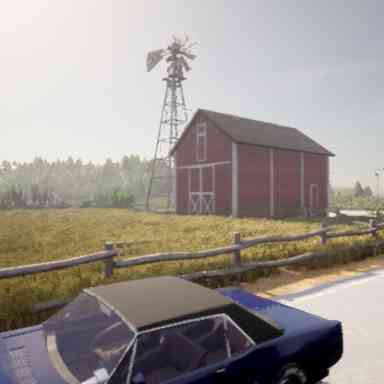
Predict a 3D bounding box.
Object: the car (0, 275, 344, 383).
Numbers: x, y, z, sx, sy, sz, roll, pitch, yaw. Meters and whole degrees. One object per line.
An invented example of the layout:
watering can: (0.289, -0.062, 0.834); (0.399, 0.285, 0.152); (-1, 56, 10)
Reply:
car: (-0.695, 1.649, 3.176); (4.718, 1.301, 1.895); (1, -1, -34)
